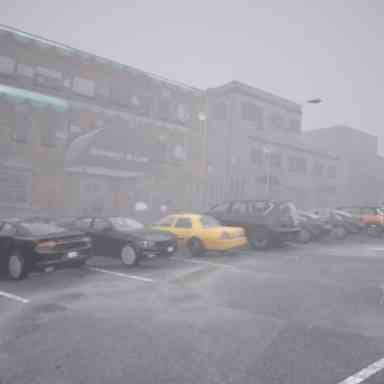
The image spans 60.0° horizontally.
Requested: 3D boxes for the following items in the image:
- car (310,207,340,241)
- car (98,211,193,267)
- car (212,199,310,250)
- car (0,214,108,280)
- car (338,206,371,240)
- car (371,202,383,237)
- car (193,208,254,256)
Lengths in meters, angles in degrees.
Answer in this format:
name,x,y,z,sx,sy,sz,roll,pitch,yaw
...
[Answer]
name,x,y,z,sx,sy,sz,roll,pitch,yaw
car,4.473,1.644,16.740,4.892,1.521,2.231,-1,-1,35
car,-2.712,1.516,11.660,5.008,1.535,2.097,-1,-1,35
car,2.051,1.345,15.069,5.566,2.045,2.435,-1,-1,35
car,-5.093,1.483,9.951,5.008,1.535,2.097,-1,-1,35
car,6.872,1.701,18.434,4.892,1.521,2.231,0,-1,35
car,9.289,1.634,20.110,4.553,1.767,2.185,0,-2,35
car,-0.466,1.550,13.461,5.366,1.575,1.946,-1,-1,35
